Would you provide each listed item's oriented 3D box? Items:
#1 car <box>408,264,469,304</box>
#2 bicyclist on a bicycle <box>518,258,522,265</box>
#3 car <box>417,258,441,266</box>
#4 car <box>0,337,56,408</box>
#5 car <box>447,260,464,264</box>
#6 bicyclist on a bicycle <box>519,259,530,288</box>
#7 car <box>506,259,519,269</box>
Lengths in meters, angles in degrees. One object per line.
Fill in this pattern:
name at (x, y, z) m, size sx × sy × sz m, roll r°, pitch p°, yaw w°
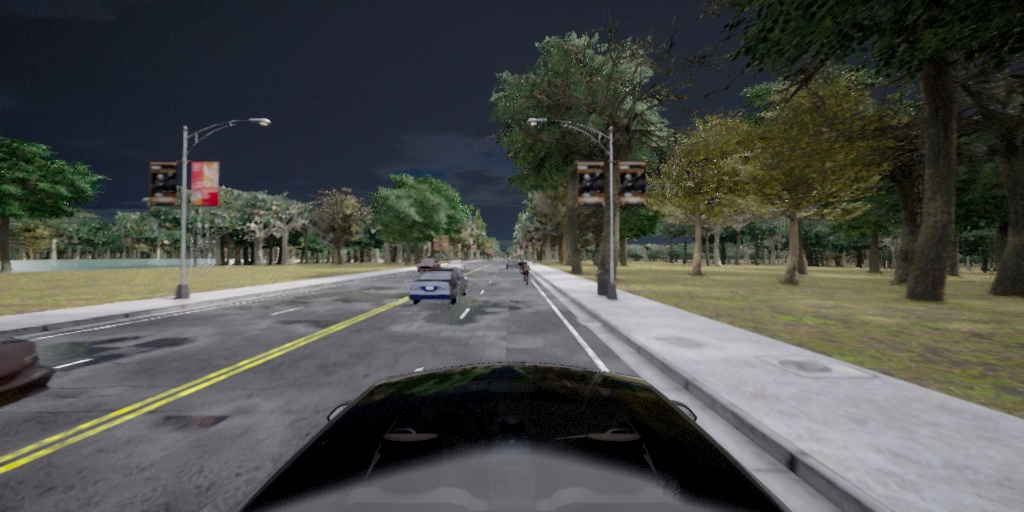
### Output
car at (-3.155, 1.281, 16.271) m, size 2.033 × 1.411 × 5.357 m, roll 0°, pitch 0°, yaw 0°
bicyclist on a bicycle at (0.884, 1.080, 33.916) m, size 0.659 × 1.776 × 1.843 m, roll 0°, pitch 0°, yaw 0°
car at (-9.844, 1.047, 42.824) m, size 2.097 × 1.767 × 4.553 m, roll 0°, pitch 0°, yaw 0°
car at (-6.601, 1.296, 1.961) m, size 2.033 × 1.411 × 5.357 m, roll 0°, pitch 0°, yaw 0°
car at (-6.596, 1.220, 42.634) m, size 1.812 × 1.442 × 4.674 m, roll 0°, pitch 0°, yaw 0°
bicyclist on a bicycle at (0.888, 1.179, 22.311) m, size 0.582 × 1.620 × 1.656 m, roll 0°, pitch 0°, yaw 0°
car at (0.056, 1.166, 55.641) m, size 2.128 × 1.511 × 4.902 m, roll 0°, pitch 0°, yaw 0°
